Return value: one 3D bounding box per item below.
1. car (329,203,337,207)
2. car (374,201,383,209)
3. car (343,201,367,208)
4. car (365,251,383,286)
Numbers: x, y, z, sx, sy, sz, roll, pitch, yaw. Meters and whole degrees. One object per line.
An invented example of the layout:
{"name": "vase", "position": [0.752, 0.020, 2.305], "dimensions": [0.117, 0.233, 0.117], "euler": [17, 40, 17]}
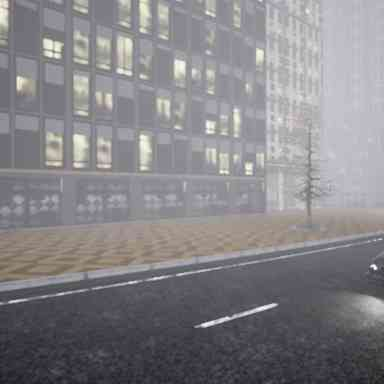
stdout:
{"name": "car", "position": [25.914, 2.183, 64.630], "dimensions": [1.947, 1.339, 4.313], "euler": [0, 0, -39]}
{"name": "car", "position": [32.939, 2.258, 55.690], "dimensions": [1.947, 1.339, 4.313], "euler": [0, 0, -39]}
{"name": "car", "position": [29.410, 2.237, 60.149], "dimensions": [1.802, 1.307, 4.206], "euler": [0, 0, -39]}
{"name": "car", "position": [6.706, 1.694, 8.854], "dimensions": [5.357, 1.411, 2.033], "euler": [1, -1, -38]}
